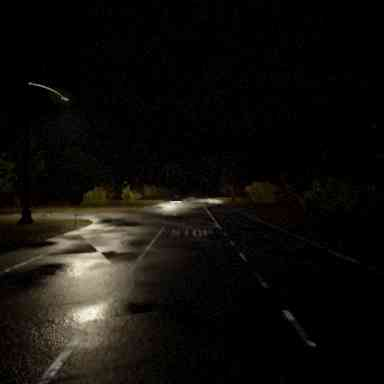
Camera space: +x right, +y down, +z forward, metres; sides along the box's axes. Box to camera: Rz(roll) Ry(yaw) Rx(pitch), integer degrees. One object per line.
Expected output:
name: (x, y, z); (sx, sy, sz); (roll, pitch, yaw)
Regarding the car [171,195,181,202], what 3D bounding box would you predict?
car: (-3.439, 1.420, 72.798); (1.994, 1.385, 4.181); (0, 0, 0)
